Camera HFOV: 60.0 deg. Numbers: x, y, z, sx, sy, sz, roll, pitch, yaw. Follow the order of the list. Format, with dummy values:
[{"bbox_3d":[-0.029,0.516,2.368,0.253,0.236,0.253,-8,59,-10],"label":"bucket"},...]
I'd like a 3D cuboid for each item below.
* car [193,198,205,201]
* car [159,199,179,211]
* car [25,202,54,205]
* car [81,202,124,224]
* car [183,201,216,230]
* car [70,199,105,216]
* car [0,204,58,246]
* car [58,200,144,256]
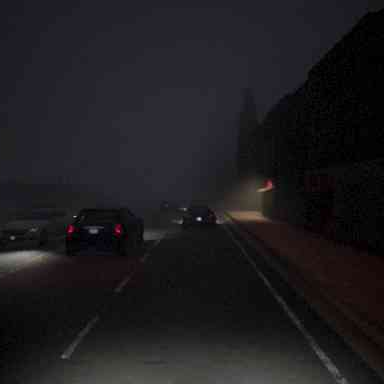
[{"bbox_3d":[0.789,1.427,39.503,2.033,1.411,5.357,0,0,2],"label":"car"},{"bbox_3d":[-2.686,1.445,38.760,1.994,1.385,4.181,0,0,1],"label":"car"},{"bbox_3d":[-10.196,1.420,21.975,2.128,1.511,4.902,0,0,2],"label":"car"},{"bbox_3d":[-6.619,1.484,25.036,1.994,1.385,4.181,0,0,1],"label":"car"},{"bbox_3d":[0.448,1.500,20.782,1.994,1.385,4.181,0,0,1],"label":"car"},{"bbox_3d":[-9.926,1.462,32.019,1.994,1.385,4.181,0,0,1],"label":"car"},{"bbox_3d":[-6.848,1.476,15.120,1.812,1.442,4.674,0,0,1],"label":"car"},{"bbox_3d":[-3.200,1.310,13.074,2.097,1.767,4.553,0,0,1],"label":"car"}]
